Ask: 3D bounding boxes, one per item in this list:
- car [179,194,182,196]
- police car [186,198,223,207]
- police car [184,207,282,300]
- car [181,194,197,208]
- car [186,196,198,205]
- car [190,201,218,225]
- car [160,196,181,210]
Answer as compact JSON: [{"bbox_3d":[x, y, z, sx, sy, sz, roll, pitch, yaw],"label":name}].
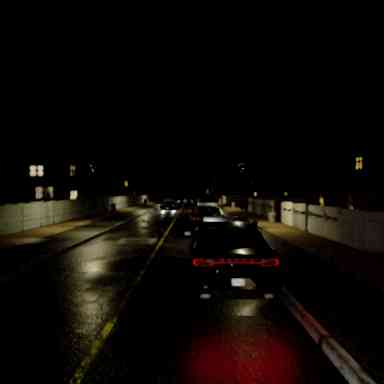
[{"bbox_3d":[-2.775,1.367,91.490,2.097,1.767,4.553,0,0,0],"label":"car"},{"bbox_3d":[0.820,1.382,18.525,1.930,1.638,5.238,0,0,0],"label":"police car"},{"bbox_3d":[0.823,1.401,8.523,1.930,1.638,5.238,0,0,0],"label":"police car"},{"bbox_3d":[0.013,1.286,45.756,2.097,1.767,4.553,0,0,0],"label":"car"},{"bbox_3d":[-0.016,1.508,59.836,1.994,1.385,4.181,0,0,0],"label":"car"},{"bbox_3d":[0.818,1.453,24.416,1.837,1.490,4.892,0,0,0],"label":"car"},{"bbox_3d":[-2.860,1.482,41.242,2.033,1.411,5.357,0,0,0],"label":"car"}]
